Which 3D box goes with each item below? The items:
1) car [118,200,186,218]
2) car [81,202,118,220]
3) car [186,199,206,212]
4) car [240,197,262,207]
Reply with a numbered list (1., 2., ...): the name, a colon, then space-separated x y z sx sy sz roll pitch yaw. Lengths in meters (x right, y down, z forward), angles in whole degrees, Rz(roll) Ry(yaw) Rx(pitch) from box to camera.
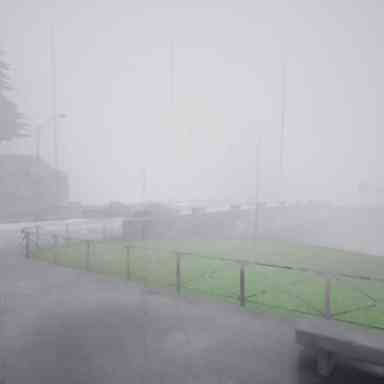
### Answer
1. car: -3.097 1.532 27.048 2.033 1.411 5.357 0 0 36
2. car: -7.123 1.582 28.598 1.895 1.301 4.718 0 0 35
3. car: -0.082 1.507 38.463 1.812 1.442 4.674 0 0 36
4. car: 9.114 1.474 51.259 2.128 1.511 4.902 0 0 36
